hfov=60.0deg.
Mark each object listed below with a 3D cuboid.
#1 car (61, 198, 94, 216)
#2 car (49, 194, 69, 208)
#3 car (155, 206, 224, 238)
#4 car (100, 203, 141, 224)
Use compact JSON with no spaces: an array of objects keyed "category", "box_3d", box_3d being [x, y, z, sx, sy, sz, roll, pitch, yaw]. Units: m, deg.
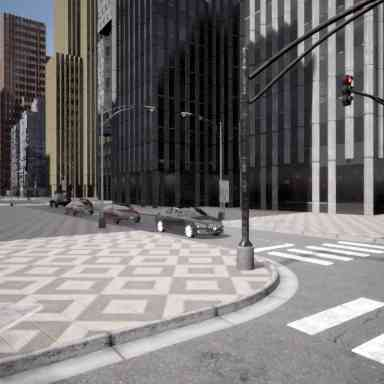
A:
[{"category":"car","box_3d":[-11.534,1.625,33.938,1.812,1.442,4.674,0,0,-35]},{"category":"car","box_3d":[-20.647,1.368,52.066,2.150,2.045,5.566,0,0,-35]},{"category":"car","box_3d":[-0.266,1.546,18.097,1.837,1.490,4.892,0,0,-35]},{"category":"car","box_3d":[-5.639,1.595,25.638,1.812,1.442,4.674,0,0,-35]}]
